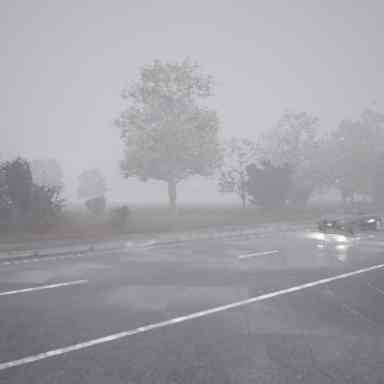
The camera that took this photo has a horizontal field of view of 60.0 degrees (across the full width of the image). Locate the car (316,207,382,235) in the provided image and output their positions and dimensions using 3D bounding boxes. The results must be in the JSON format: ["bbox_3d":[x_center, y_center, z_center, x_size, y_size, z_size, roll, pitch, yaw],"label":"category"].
[{"bbox_3d":[9.014,1.563,19.020,4.181,1.385,1.994,0,0,-35],"label":"car"}]
